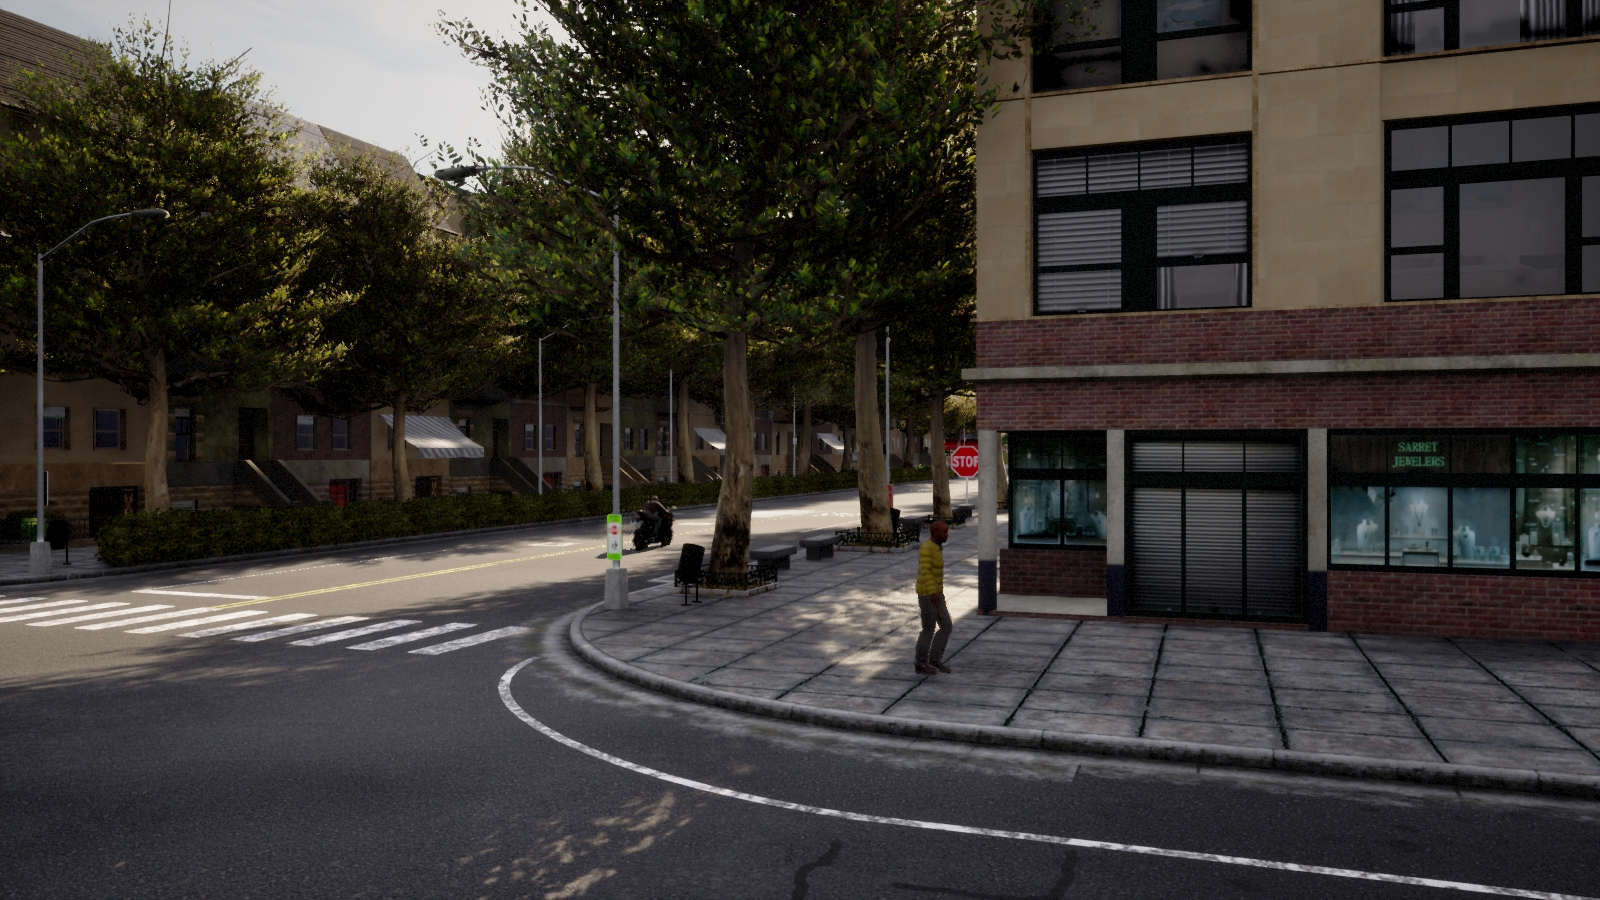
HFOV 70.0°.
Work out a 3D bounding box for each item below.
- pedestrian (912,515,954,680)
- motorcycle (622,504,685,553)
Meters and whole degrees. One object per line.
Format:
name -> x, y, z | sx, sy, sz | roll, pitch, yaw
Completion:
pedestrian -> 1.555, 1.698, 13.326 | 0.375, 1.860, 0.375 | 0, 0, 26
motorcycle -> -4.172, 2.211, 32.652 | 0.867, 1.251, 2.209 | 0, 0, 20
